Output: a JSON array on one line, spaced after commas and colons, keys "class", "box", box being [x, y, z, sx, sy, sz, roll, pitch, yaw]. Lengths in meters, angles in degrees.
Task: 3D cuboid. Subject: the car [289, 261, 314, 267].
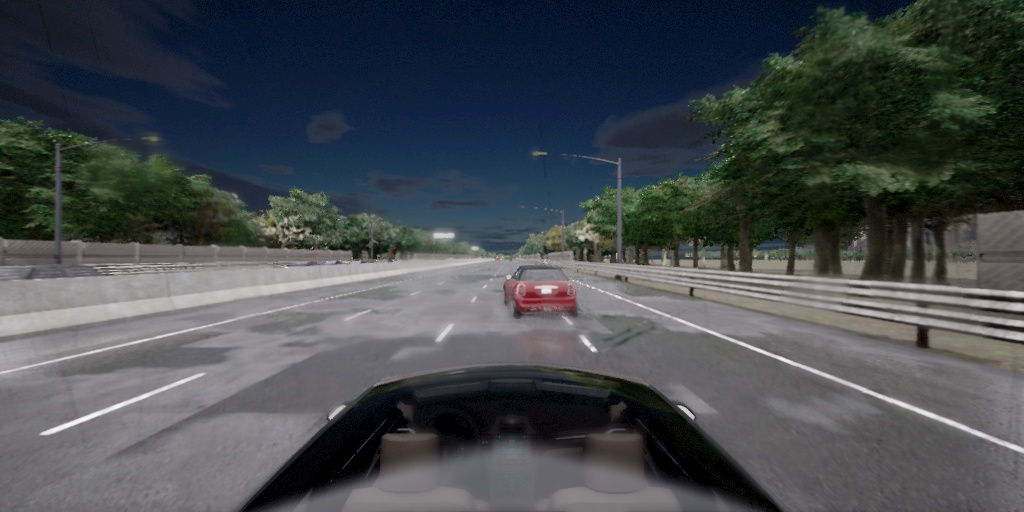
[{"class": "car", "box": [-28.154, 1.413, 48.938, 2.033, 1.411, 5.357, 0, 0, 0]}]

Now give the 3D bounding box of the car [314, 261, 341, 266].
[{"class": "car", "box": [-24.661, 1.393, 49.350, 1.812, 1.442, 4.674, 0, 0, 0]}]

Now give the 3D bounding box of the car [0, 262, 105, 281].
[{"class": "car", "box": [-17.569, 1.121, 12.960, 2.097, 1.767, 4.553, 0, 0, 0]}]

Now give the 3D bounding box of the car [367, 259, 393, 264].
[{"class": "car", "box": [-17.670, 1.218, 49.258, 2.097, 1.767, 4.553, 0, 0, 0]}]

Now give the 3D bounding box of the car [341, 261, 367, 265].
[{"class": "car", "box": [-21.164, 1.393, 49.390, 1.812, 1.442, 4.674, 0, 0, 0]}]

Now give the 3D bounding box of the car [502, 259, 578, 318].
[{"class": "car", "box": [0.878, 1.107, 13.225, 2.097, 1.767, 4.553, 0, 0, -6]}]

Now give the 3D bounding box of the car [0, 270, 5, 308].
[{"class": "car", "box": [-21.075, 1.275, 11.787, 1.837, 1.490, 4.892, 0, -1, 0]}]
